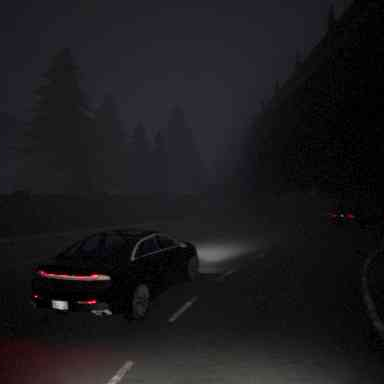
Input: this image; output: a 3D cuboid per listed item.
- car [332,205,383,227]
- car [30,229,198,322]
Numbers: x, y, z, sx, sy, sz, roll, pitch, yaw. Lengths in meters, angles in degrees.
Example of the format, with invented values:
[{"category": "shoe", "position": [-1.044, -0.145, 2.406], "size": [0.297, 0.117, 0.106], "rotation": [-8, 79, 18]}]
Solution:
[{"category": "car", "position": [12.507, 1.679, 24.135], "size": [5.357, 1.411, 2.033], "rotation": [0, -1, -30]}, {"category": "car", "position": [-1.316, 1.603, 7.595], "size": [2.128, 1.511, 4.902], "rotation": [-1, -1, 19]}]
